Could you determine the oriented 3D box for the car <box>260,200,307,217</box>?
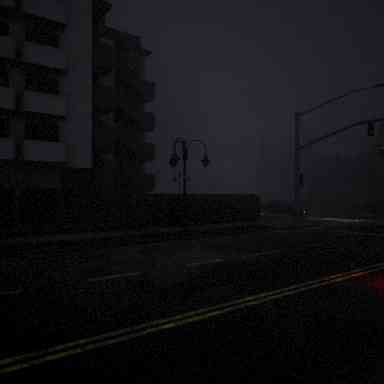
[{"bbox_3d":[8.435,1.492,31.304,2.128,1.511,4.902,0,0,-37],"label":"car"}]
